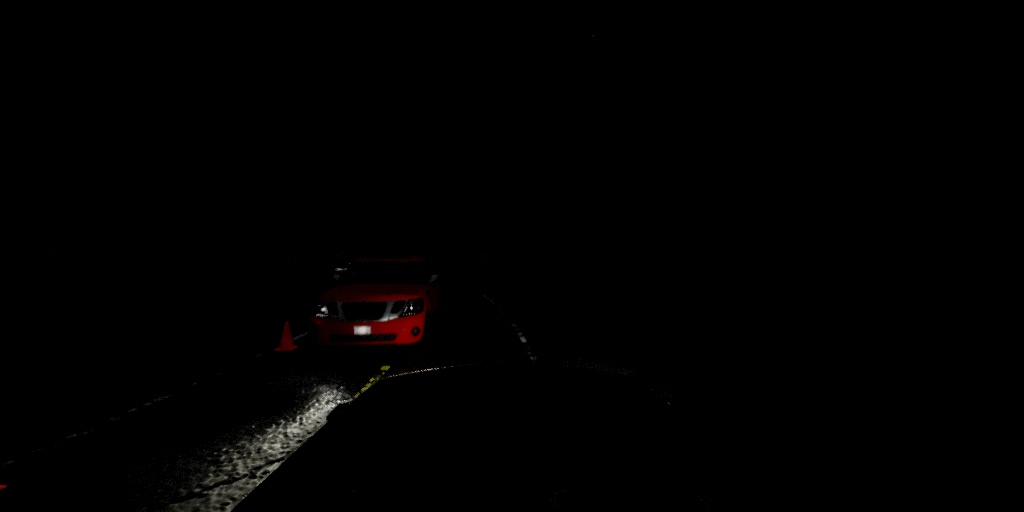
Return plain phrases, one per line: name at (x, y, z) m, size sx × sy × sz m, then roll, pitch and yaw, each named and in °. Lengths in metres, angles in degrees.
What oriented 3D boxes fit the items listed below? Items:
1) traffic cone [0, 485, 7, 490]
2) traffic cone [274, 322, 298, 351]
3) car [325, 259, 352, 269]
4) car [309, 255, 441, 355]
traffic cone at (-4.533, 1.709, 2.933) m, size 0.340 × 0.580 × 0.340 m, roll 0°, pitch 0°, yaw -2°
traffic cone at (-4.885, 1.719, 7.762) m, size 0.340 × 0.580 × 0.340 m, roll 0°, pitch 0°, yaw -6°
car at (-27.285, 1.176, 56.290) m, size 4.892 × 1.490 × 1.837 m, roll 0°, pitch -1°, yaw 37°
car at (-3.051, 0.991, 9.212) m, size 2.150 × 2.045 × 5.566 m, roll 0°, pitch 0°, yaw -7°
